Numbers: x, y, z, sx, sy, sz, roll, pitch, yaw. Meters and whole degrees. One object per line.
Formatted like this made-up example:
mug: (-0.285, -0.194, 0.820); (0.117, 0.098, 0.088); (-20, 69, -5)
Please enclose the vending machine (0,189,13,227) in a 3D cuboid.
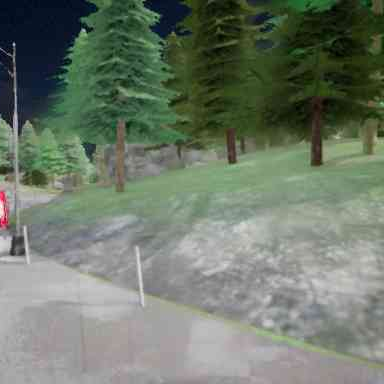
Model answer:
vending machine: (-10.946, 0.930, 18.945); (1.100, 2.100, 0.880); (-5, 0, -30)
